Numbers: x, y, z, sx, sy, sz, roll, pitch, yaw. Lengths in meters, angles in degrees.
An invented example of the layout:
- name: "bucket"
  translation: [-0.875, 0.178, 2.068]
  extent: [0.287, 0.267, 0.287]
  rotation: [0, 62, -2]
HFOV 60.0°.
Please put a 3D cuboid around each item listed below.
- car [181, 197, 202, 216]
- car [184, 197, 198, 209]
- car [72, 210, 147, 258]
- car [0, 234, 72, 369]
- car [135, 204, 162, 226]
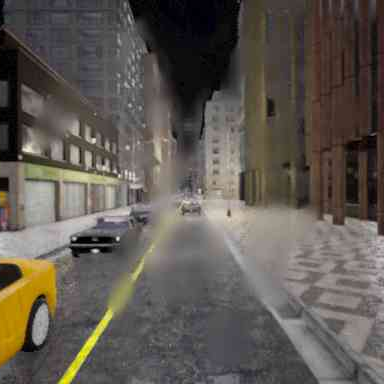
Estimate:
- name: "car"
  translation: [-0.047, 1.476, 32.604]
  extent: [2.128, 1.511, 4.902]
  rotation: [0, 0, 0]
- name: "car"
  translation: [-0.139, 1.476, 47.232]
  extent: [1.837, 1.490, 4.892]
  rotation: [0, 1, 0]
- name: "car"
  translation: [-3.141, 1.611, 13.006]
  extent: [1.895, 1.301, 4.718]
  rotation: [0, 0, 0]
- name: "car"
  translation: [-3.106, 1.490, 3.363]
  extent: [1.882, 1.535, 5.008]
  rotation: [0, 0, 0]
- name: "car"
  translation: [-3.148, 1.553, 23.418]
  extent: [2.033, 1.411, 5.357]
  rotation: [0, 0, 0]
